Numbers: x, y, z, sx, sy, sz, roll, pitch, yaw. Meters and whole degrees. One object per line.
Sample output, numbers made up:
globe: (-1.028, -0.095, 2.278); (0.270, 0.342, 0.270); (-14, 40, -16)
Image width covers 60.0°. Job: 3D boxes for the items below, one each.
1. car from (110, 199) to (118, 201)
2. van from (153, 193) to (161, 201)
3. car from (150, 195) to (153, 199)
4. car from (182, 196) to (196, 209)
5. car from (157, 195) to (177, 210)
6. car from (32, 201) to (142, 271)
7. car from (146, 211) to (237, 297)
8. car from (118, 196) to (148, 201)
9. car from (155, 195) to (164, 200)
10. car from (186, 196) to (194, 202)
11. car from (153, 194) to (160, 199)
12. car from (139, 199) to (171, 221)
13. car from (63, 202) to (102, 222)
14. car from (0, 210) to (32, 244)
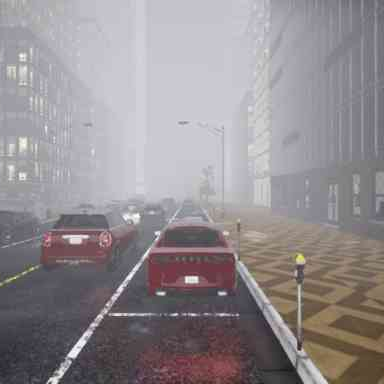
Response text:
car: (-8.833, 1.537, 38.569); (2.008, 1.369, 4.403); (0, 0, 0)
van: (-8.831, 1.286, 84.106); (1.690, 1.788, 3.998); (0, 0, 0)
car: (-8.832, 1.551, 61.338); (1.802, 1.307, 4.206); (0, 0, 0)
car: (-0.452, 1.548, 44.248); (1.947, 1.339, 4.313); (0, 0, 0)
car: (-3.055, 1.460, 43.723); (1.882, 1.535, 5.008); (0, 0, 0)
car: (-3.144, 1.352, 11.113); (2.097, 1.767, 4.553); (0, 0, 0)
car: (-0.006, 1.477, 8.649); (1.882, 1.535, 5.008); (0, 0, 0)
car: (-6.232, 1.479, 36.485); (2.128, 1.511, 4.902); (0, 0, 0)
car: (-8.832, 1.504, 89.799); (1.947, 1.339, 4.313); (0, 0, 0)
car: (-0.452, 1.533, 78.399); (1.802, 1.307, 4.206); (0, 0, 0)
car: (-8.832, 1.391, 78.413); (1.967, 1.590, 4.097); (0, 0, 0)
car: (-3.058, 1.557, 27.373); (1.994, 1.385, 4.181); (0, 0, 0)
car: (-8.832, 1.575, 27.183); (1.802, 1.307, 4.206); (0, 0, 0)
car: (-8.833, 1.563, 15.800); (1.947, 1.339, 4.313); (0, 0, 0)
